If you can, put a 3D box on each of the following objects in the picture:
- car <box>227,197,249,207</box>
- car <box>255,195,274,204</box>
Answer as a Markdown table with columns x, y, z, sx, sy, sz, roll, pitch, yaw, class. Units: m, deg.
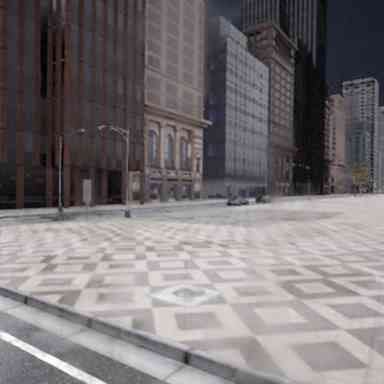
| x | y | z | sx | sy | sz | roll | pitch | yaw | class |
| --- | --- | --- | --- | --- | --- | --- | --- | --- | --- |
| 6.878 | 1.408 | 49.356 | 1.994 | 1.385 | 4.181 | 1 | 1 | 36 | car |
| 12.628 | 1.306 | 57.556 | 1.837 | 1.490 | 4.892 | 1 | 1 | 35 | car |
